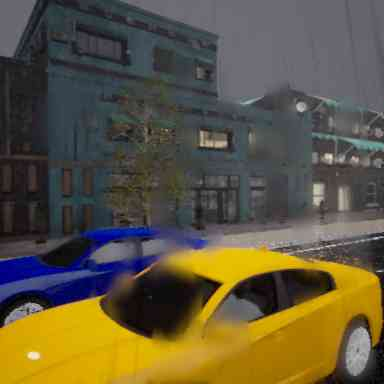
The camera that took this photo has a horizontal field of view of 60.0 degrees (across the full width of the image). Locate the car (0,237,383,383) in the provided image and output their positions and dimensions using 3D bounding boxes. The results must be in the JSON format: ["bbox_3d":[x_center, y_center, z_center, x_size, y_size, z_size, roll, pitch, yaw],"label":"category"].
[{"bbox_3d":[0.269,1.470,3.878,5.008,1.535,1.882,0,0,-35],"label":"car"}]

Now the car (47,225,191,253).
[{"bbox_3d":[-1.630,1.470,6.516,5.008,1.535,1.882,0,0,-35],"label":"car"}]
